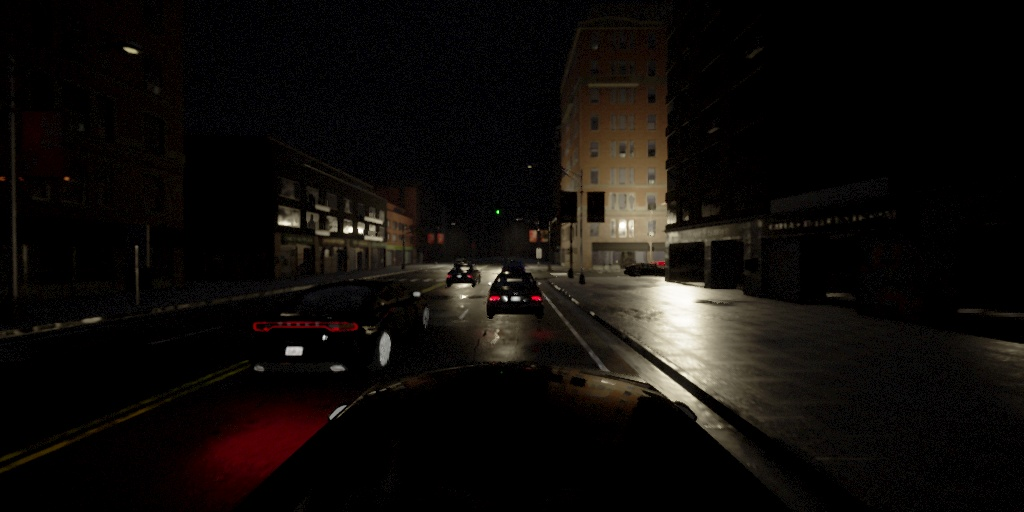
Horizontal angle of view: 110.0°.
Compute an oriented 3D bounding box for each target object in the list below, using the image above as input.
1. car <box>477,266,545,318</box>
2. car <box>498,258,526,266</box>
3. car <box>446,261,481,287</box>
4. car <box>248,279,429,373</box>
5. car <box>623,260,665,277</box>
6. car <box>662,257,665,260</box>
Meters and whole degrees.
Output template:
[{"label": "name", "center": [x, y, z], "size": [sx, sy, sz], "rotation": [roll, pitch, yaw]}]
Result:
[{"label": "car", "center": [0.102, 1.273, 12.812], "size": [2.033, 1.411, 5.357], "rotation": [0, 0, 0]}, {"label": "car", "center": [0.109, 1.169, 29.213], "size": [1.882, 1.535, 5.008], "rotation": [0, 0, 0]}, {"label": "car", "center": [-3.147, 1.250, 23.927], "size": [2.033, 1.411, 5.357], "rotation": [0, 0, 0]}, {"label": "car", "center": [-3.150, 1.214, 7.661], "size": [1.882, 1.535, 5.008], "rotation": [0, 0, 0]}, {"label": "car", "center": [12.405, 1.269, 32.741], "size": [4.313, 1.339, 1.948], "rotation": [0, 0, 0]}, {"label": "car", "center": [18.105, 0.963, 40.739], "size": [5.009, 1.841, 2.192], "rotation": [0, 0, 0]}]
